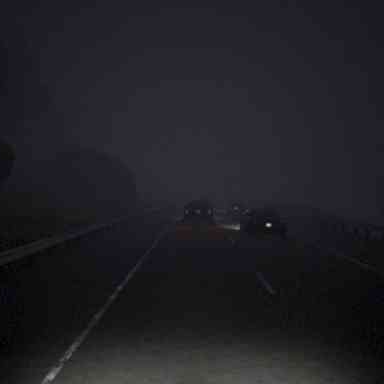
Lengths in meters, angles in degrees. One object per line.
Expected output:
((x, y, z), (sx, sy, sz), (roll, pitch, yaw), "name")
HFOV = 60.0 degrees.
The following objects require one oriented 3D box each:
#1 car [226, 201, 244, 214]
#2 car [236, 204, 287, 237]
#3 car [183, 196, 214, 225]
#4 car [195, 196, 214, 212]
((4.669, 1.622, 35.919), (1.994, 1.385, 4.181), (0, 0, 4), "car")
((3.800, 1.595, 18.298), (1.994, 1.385, 4.181), (0, 0, 1), "car")
((0.499, 1.390, 24.756), (2.097, 1.767, 4.553), (0, 0, 2), "car")
((1.632, 1.414, 41.251), (2.097, 1.767, 4.553), (0, 0, 5), "car")
